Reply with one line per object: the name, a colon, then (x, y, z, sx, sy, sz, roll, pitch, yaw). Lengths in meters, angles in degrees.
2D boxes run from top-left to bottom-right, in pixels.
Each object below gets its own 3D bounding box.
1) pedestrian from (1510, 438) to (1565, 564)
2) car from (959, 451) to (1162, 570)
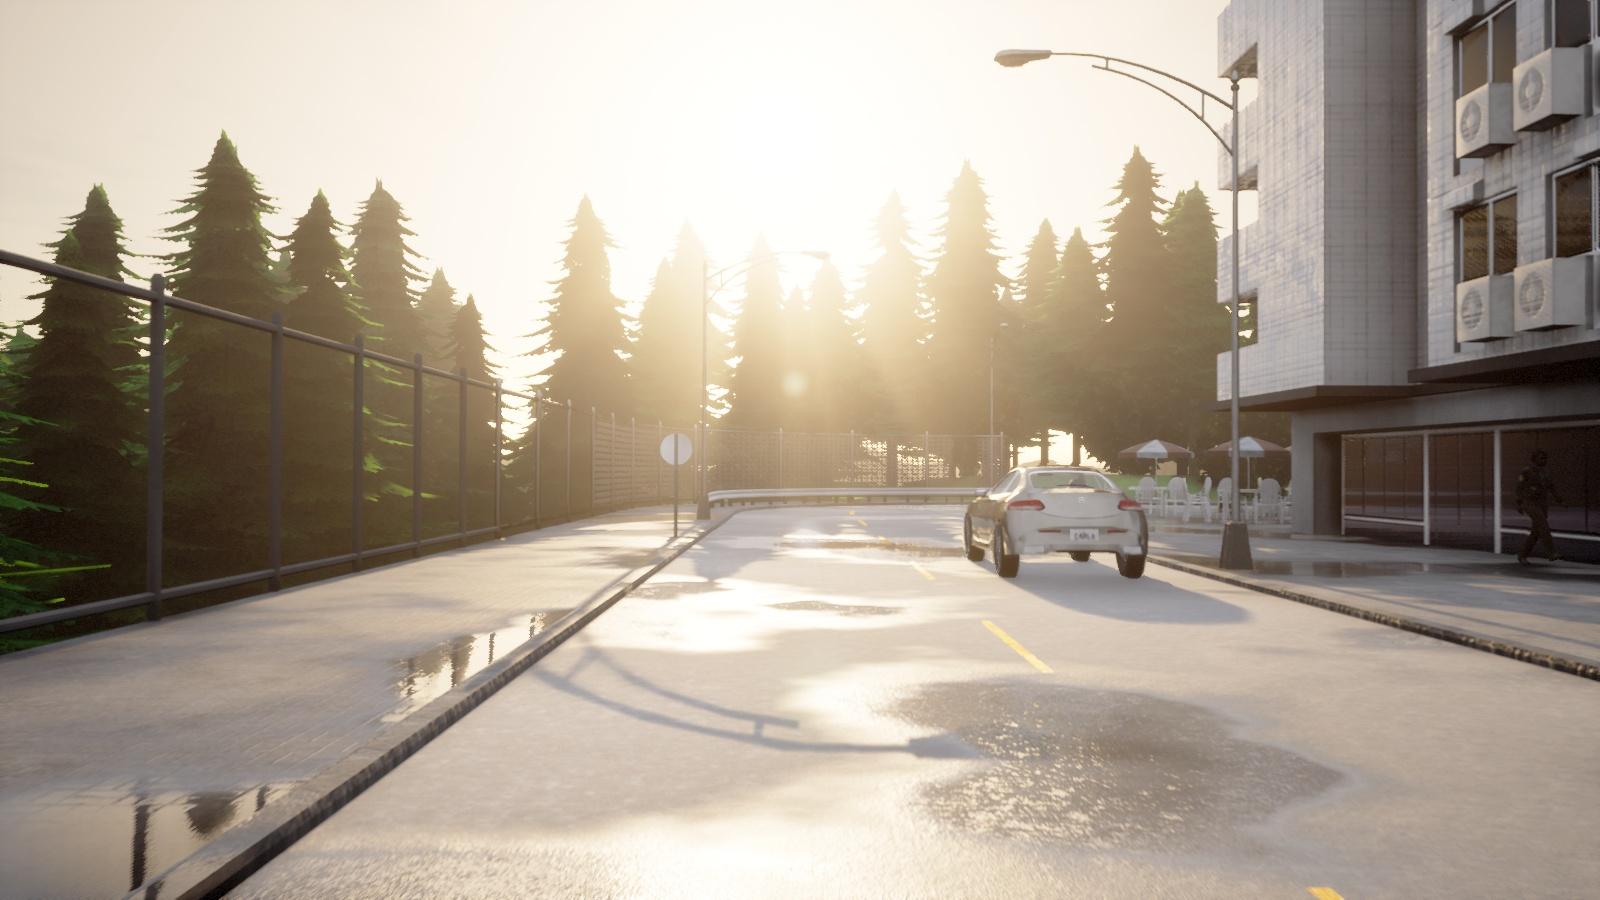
pedestrian: (11.558, 0.793, 19.692, 0.395, 1.930, 0.692, 0, -1, -6)
car: (3.941, 0.879, 19.966, 2.152, 1.651, 5.027, 0, -1, 0)
